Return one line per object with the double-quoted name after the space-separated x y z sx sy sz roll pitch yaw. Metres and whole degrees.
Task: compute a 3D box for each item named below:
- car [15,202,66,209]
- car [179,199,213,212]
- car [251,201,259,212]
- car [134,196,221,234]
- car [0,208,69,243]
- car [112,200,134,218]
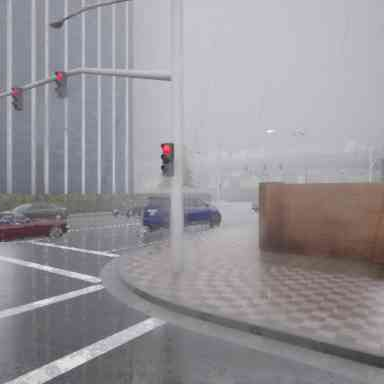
-10.967 1.505 22.907 1.837 1.490 4.892 0 0 35 "car"
0.519 1.564 39.040 1.994 1.385 4.181 0 0 35 "car"
8.656 1.547 38.099 2.033 1.411 5.357 0 0 35 "car"
-0.463 1.221 19.218 2.150 2.045 5.566 0 0 35 "car"
-7.946 1.601 14.727 1.895 1.301 4.718 0 0 35 "car"
-5.258 1.491 30.936 2.128 1.511 4.902 0 0 35 "car"
